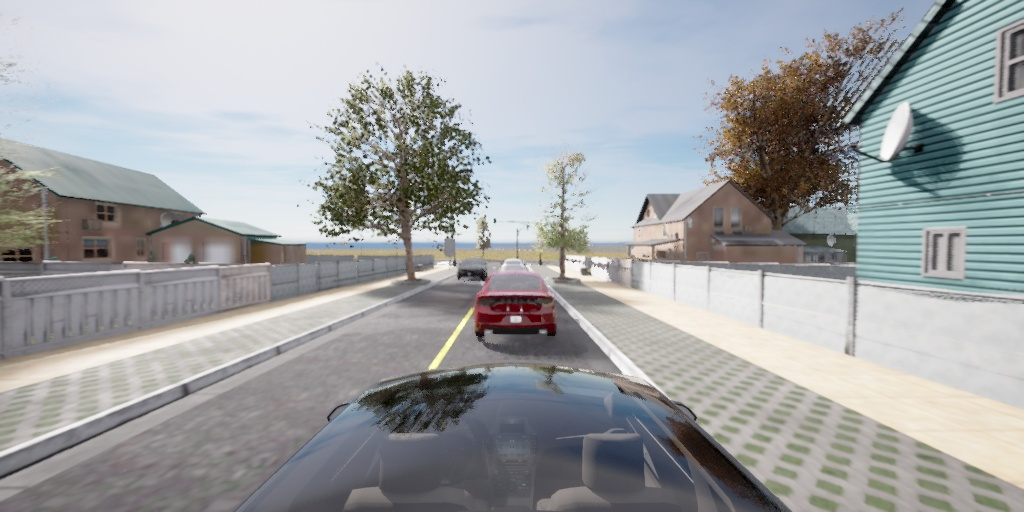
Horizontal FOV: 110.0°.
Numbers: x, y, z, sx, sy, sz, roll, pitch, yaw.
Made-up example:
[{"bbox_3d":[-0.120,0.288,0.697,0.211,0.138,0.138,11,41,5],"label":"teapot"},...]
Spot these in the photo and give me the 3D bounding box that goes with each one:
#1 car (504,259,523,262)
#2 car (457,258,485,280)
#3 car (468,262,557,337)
[{"bbox_3d":[0.104,0.921,26.590,1.812,1.442,4.674,0,1,0],"label":"car"},{"bbox_3d":[-2.822,0.877,26.287,1.882,1.535,5.008,0,1,0],"label":"car"},{"bbox_3d":[0.084,1.113,9.875,1.882,1.535,5.008,0,1,0],"label":"car"}]
